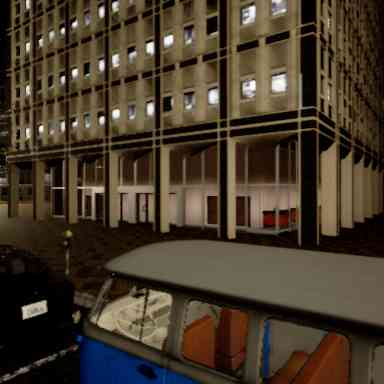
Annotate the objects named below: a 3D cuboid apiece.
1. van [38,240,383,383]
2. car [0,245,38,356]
[{"bbox_3d":[0.879,1.341,2.249,3.998,1.788,1.690,0,0,35],"label":"van"},{"bbox_3d":[-3.737,1.567,5.540,4.313,1.339,1.947,0,0,35],"label":"car"}]
